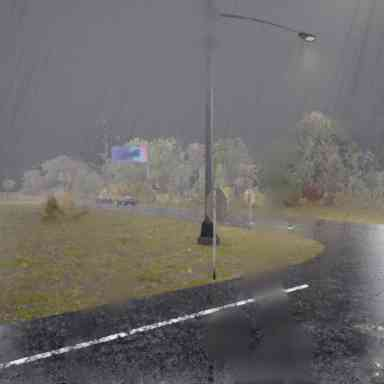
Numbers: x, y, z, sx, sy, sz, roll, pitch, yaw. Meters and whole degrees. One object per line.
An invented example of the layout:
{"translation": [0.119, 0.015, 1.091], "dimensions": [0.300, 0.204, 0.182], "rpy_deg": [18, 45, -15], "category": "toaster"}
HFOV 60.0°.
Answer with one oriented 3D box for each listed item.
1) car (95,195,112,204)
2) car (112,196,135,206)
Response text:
{"translation": [-16.196, 1.237, 60.911], "dimensions": [2.097, 1.767, 4.553], "rpy_deg": [0, 0, -34], "category": "car"}
{"translation": [-10.524, 1.409, 52.423], "dimensions": [1.837, 1.490, 4.892], "rpy_deg": [0, 0, -33], "category": "car"}
